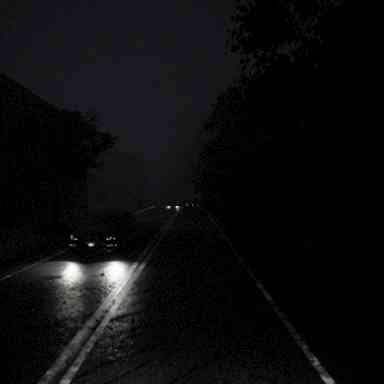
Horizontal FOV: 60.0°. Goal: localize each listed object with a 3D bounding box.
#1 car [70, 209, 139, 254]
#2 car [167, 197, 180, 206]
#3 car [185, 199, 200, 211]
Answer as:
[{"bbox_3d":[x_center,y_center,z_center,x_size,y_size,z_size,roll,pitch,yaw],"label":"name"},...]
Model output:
[{"bbox_3d":[-3.352,1.498,13.462,1.837,1.490,4.892,0,0,0],"label":"car"},{"bbox_3d":[-3.134,1.699,57.525,1.837,1.490,4.892,0,0,1],"label":"car"},{"bbox_3d":[0.104,1.593,41.093,2.033,1.411,5.357,0,0,0],"label":"car"}]
